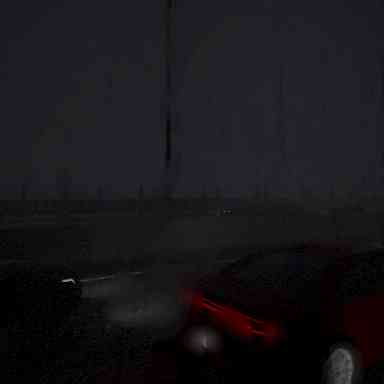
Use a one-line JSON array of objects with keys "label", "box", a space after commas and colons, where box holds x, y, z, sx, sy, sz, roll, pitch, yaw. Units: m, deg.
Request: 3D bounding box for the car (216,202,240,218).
[{"label": "car", "box": [4.207, 1.463, 26.102, 4.902, 1.511, 2.128, 0, 0, -25]}]

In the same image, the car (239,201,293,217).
[{"label": "car", "box": [6.020, 1.488, 23.105, 4.892, 1.490, 1.837, 0, 0, -25]}]

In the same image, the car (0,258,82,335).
[{"label": "car", "box": [-4.105, 1.501, 5.010, 4.674, 1.442, 1.812, 0, 0, -36]}]

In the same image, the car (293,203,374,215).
[{"label": "car", "box": [9.048, 1.476, 20.657, 5.008, 1.535, 1.882, 0, 0, -23]}]

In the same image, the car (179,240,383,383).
[{"label": "car", "box": [2.208, 1.476, 4.991, 5.008, 1.535, 1.882, 0, 0, -33]}]
